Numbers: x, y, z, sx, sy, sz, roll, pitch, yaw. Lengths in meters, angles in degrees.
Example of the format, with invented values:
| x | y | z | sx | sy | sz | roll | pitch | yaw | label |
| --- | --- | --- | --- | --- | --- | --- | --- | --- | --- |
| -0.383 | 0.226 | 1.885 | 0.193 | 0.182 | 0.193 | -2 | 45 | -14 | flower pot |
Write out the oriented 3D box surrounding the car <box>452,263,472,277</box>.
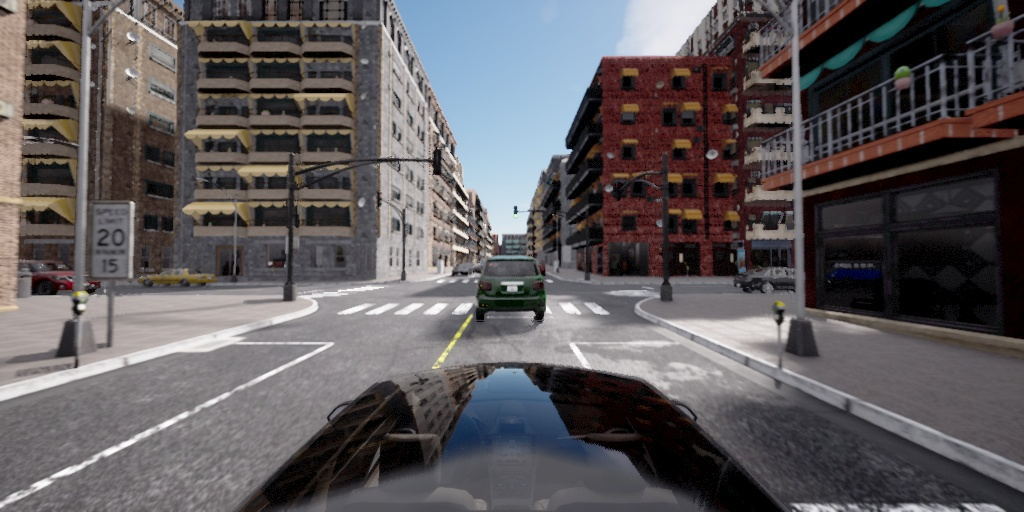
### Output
| x | y | z | sx | sy | sz | roll | pitch | yaw | label |
| --- | --- | --- | --- | --- | --- | --- | --- | --- | --- |
| -5.342 | 1.459 | 38.512 | 1.948 | 1.339 | 4.313 | 0 | 0 | 0 | car |

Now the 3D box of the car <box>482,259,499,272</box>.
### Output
| x | y | z | sx | sy | sz | roll | pitch | yaw | label |
| --- | --- | --- | --- | --- | --- | --- | --- | --- | --- |
| -2.870 | 1.293 | 49.680 | 2.097 | 1.767 | 4.553 | 0 | 0 | 0 | car |

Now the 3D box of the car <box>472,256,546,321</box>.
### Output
| x | y | z | sx | sy | sz | roll | pitch | yaw | label |
| --- | --- | --- | --- | --- | --- | --- | --- | --- | --- |
| -0.175 | 1.004 | 12.815 | 2.150 | 2.045 | 5.566 | 0 | 0 | -4 | car |

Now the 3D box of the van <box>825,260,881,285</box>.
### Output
| x | y | z | sx | sy | sz | roll | pitch | yaw | label |
| --- | --- | --- | --- | --- | --- | --- | --- | --- | --- |
| 24.885 | 1.202 | 26.139 | 3.998 | 1.789 | 1.690 | 0 | 0 | 0 | van |

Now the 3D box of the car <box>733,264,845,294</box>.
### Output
| x | y | z | sx | sy | sz | roll | pitch | yaw | label |
| --- | --- | --- | --- | --- | --- | --- | --- | --- | --- |
| 13.733 | 1.245 | 18.279 | 4.403 | 1.370 | 2.007 | 0 | 0 | 0 | car |

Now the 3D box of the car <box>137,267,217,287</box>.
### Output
| x | y | z | sx | sy | sz | roll | pitch | yaw | label |
| --- | --- | --- | --- | --- | --- | --- | --- | --- | --- |
| -24.461 | 1.524 | 26.219 | 4.829 | 1.417 | 1.751 | 0 | 0 | 0 | car |

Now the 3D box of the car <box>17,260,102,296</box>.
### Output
| x | y | z | sx | sy | sz | roll | pitch | yaw | label |
| --- | --- | --- | --- | --- | --- | --- | --- | --- | --- |
| -24.301 | 1.121 | 18.341 | 5.009 | 1.841 | 2.192 | 0 | 0 | 0 | car |
